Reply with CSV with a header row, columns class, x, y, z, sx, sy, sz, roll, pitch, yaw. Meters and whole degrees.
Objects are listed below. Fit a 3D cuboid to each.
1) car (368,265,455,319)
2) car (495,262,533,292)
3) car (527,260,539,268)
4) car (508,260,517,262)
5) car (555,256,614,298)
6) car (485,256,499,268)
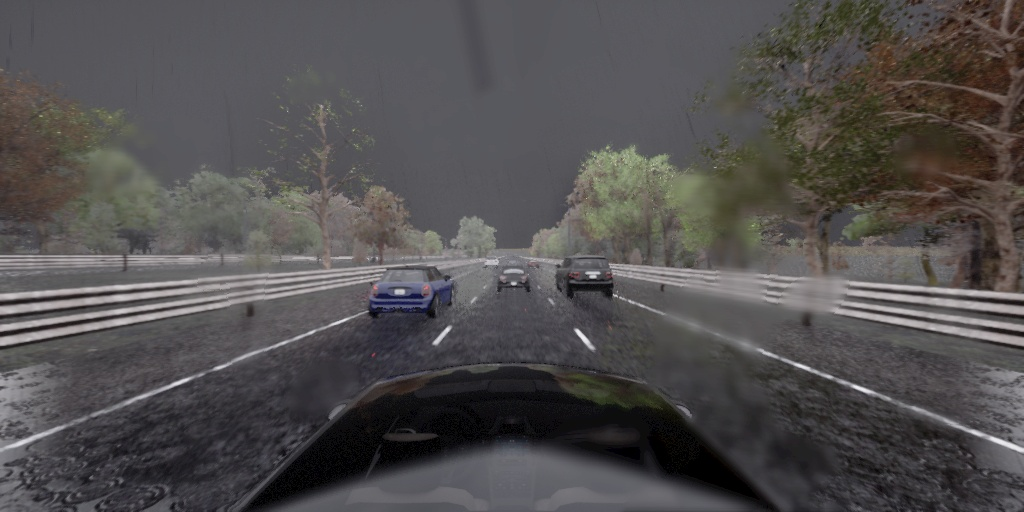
class,x,y,z,sx,sy,sz,roll,pitch,yaw
car,-3.403,1.116,13.011,2.097,1.767,4.553,0,0,0
car,0.096,1.301,21.613,1.812,1.442,4.674,0,0,0
car,3.584,1.343,62.027,1.812,1.442,4.674,0,0,0
car,0.081,1.363,59.562,2.033,1.411,5.357,0,0,0
car,3.595,0.994,18.582,2.150,2.045,5.566,0,0,0
car,-3.418,1.040,61.744,2.150,2.045,5.566,0,0,0
